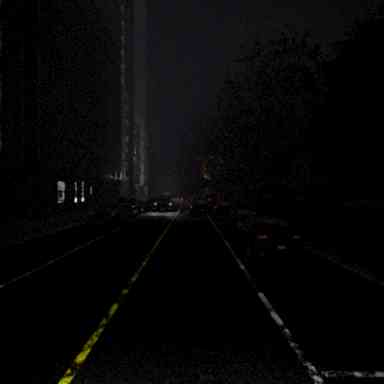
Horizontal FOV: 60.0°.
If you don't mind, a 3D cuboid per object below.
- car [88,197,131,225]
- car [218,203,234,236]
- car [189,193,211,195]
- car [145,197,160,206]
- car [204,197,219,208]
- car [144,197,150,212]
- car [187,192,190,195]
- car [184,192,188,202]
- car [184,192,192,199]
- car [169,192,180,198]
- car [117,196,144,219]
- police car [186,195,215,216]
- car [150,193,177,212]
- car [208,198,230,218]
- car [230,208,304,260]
[{"bbox_3d":[-5.831,1.398,23.325,1.967,1.590,4.097,0,0,0],"label":"car"},{"bbox_3d":[2.694,1.522,17.817,2.008,1.369,4.403,0,0,0],"label":"car"},{"bbox_3d":[0.886,1.245,41.208,2.097,1.767,4.553,0,0,0],"label":"car"},{"bbox_3d":[-6.025,1.411,51.192,1.947,1.339,4.313,0,0,-1],"label":"car"},{"bbox_3d":[2.624,1.456,45.596,1.802,1.307,4.206,0,0,-1],"label":"car"},{"bbox_3d":[-5.830,1.487,34.446,1.947,1.339,4.313,0,0,0],"label":"car"},{"bbox_3d":[0.669,1.217,47.258,2.097,1.767,4.553,0,0,1],"label":"car"},{"bbox_3d":[-0.620,1.120,67.467,2.097,1.767,4.553,0,0,-2],"label":"car"},{"bbox_3d":[-1.014,0.863,82.461,2.097,1.767,4.553,0,0,-2],"label":"car"},{"bbox_3d":[-3.889,0.934,77.645,1.882,1.535,5.008,0,0,-2],"label":"car"},{"bbox_3d":[-5.830,1.256,28.884,2.192,1.841,5.009,0,0,0],"label":"car"},{"bbox_3d":[0.731,1.358,31.282,1.930,1.638,5.238,0,0,-3],"label":"police car"},{"bbox_3d":[-3.113,1.262,37.193,2.097,1.767,4.553,0,0,0],"label":"car"},{"bbox_3d":[2.695,1.485,28.939,1.887,1.381,4.507,0,0,0],"label":"car"},{"bbox_3d":[2.693,1.527,12.257,1.887,1.381,4.507,0,0,0],"label":"car"}]
